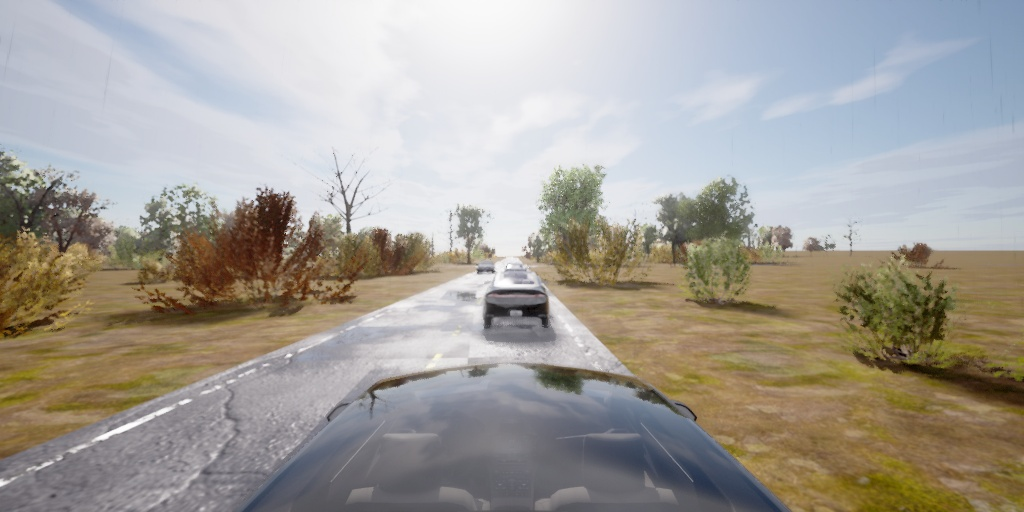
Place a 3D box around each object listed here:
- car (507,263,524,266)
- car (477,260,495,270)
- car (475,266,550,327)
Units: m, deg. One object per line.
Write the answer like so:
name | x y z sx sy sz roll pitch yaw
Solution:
car | 0.288 1.264 28.934 2.033 1.411 5.357 0 0 1
car | -2.809 1.223 39.659 1.812 1.442 4.674 0 0 0
car | 0.141 1.234 11.553 2.128 1.511 4.902 0 0 1
